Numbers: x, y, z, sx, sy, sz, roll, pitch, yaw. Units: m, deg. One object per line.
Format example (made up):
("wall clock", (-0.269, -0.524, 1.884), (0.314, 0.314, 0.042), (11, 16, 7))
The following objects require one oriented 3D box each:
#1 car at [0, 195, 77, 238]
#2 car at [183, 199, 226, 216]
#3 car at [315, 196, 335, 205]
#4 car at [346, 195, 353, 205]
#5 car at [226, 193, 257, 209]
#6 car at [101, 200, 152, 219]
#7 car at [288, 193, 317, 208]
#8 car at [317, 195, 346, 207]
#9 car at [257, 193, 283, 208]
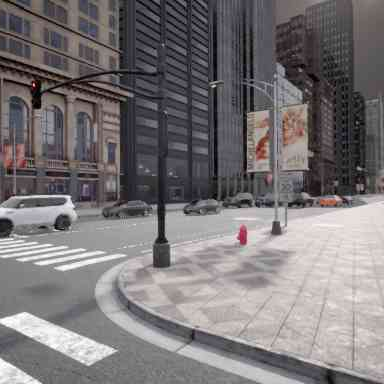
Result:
("car", (-9.019, 1.198, 18.151), (2.150, 2.045, 5.566), (-1, 0, 35))
("car", (1.034, 1.439, 32.284), (1.837, 1.490, 4.892), (-1, -1, 35))
("car", (22.809, 1.398, 56.958), (2.033, 1.411, 5.357), (-1, 0, 35))
("car", (25.240, 1.331, 54.767), (1.837, 1.490, 4.892), (-1, 0, 35))
("car", (6.395, 1.148, 45.388), (2.150, 2.045, 5.566), (-1, 0, 36))
("car", (-5.548, 1.478, 28.638), (1.837, 1.490, 4.892), (-1, 0, 35))
("car", (15.208, 1.089, 46.272), (2.150, 2.045, 5.566), (-1, 0, 36))
("car", (19.856, 1.188, 47.201), (2.097, 1.767, 4.553), (-1, 0, 36))
("car", (10.615, 1.119, 45.683), (2.150, 2.045, 5.566), (-1, 0, 36))
